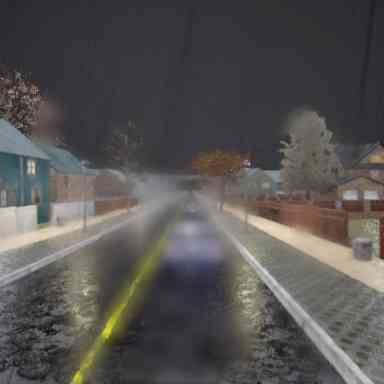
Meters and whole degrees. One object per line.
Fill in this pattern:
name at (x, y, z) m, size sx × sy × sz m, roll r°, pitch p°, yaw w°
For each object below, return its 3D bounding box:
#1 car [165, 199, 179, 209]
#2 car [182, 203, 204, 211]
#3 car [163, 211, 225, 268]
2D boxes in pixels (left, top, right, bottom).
car at (-2.795, 1.754, 48.553) m, size 2.033 × 1.411 × 5.357 m, roll 0°, pitch 0°, yaw 1°
car at (0.098, 1.695, 31.047) m, size 1.994 × 1.385 × 4.181 m, roll 0°, pitch 0°, yaw 0°
car at (0.074, 1.595, 11.371) m, size 2.033 × 1.411 × 5.357 m, roll 0°, pitch 0°, yaw 0°
